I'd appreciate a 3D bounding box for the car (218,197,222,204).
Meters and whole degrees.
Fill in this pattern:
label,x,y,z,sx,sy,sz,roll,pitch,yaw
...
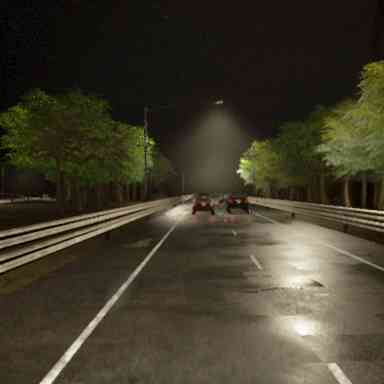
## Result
label,x,y,z,sx,sy,sz,roll,pitch,yaw
car,5.485,1.419,57.602,1.895,1.301,4.718,0,0,2

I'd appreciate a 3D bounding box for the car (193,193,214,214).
label,x,y,z,sx,sy,sz,roll,pitch,yaw
car,1.158,1.230,33.629,2.097,1.767,4.553,0,0,2

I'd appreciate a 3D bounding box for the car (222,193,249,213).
label,x,y,z,sx,sy,sz,roll,pitch,yaw
car,4.731,1.097,35.641,2.150,2.045,5.566,0,0,2
